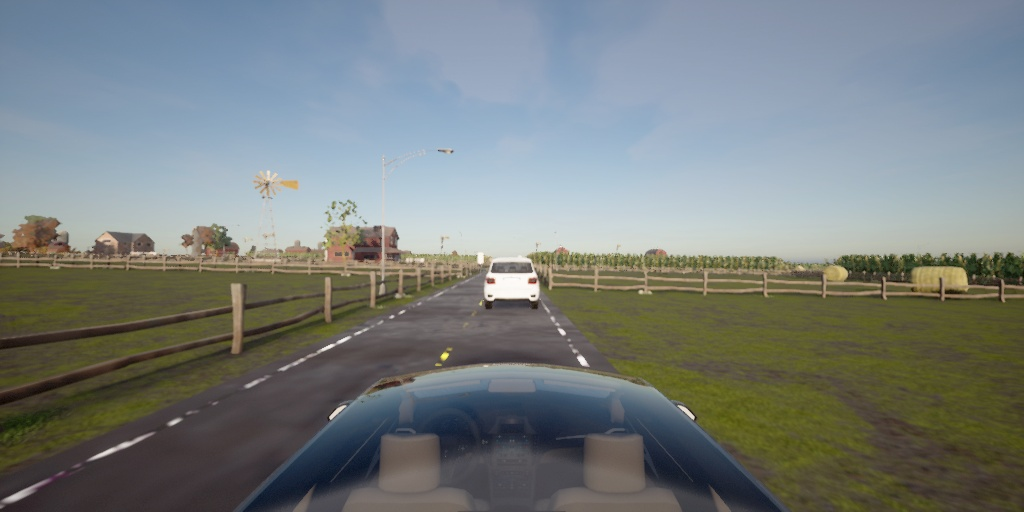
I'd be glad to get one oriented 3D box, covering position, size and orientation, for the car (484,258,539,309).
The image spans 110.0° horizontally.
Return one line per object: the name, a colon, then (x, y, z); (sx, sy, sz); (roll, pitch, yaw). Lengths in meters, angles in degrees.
car: (-0.008, 1.098, 15.843); (2.150, 2.045, 5.566); (0, 0, 0)
